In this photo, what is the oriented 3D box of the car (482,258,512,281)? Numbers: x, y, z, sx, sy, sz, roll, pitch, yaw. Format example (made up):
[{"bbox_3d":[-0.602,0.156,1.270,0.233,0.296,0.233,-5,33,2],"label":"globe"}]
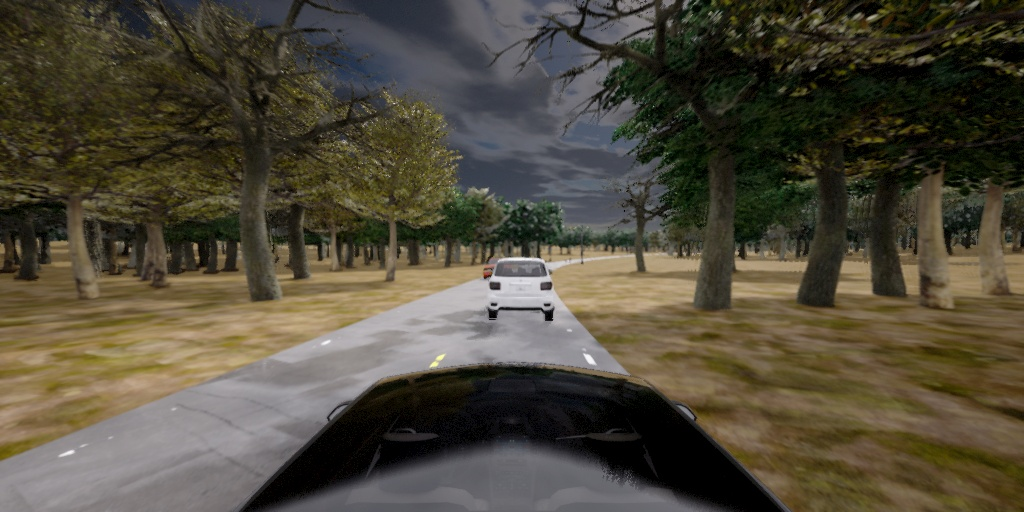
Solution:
[{"bbox_3d":[-1.396,1.239,34.992,2.150,2.045,5.566,0,0,6],"label":"car"}]

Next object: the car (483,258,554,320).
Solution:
[{"bbox_3d":[0.353,1.103,13.419,2.150,2.045,5.566,0,-1,2],"label":"car"}]
